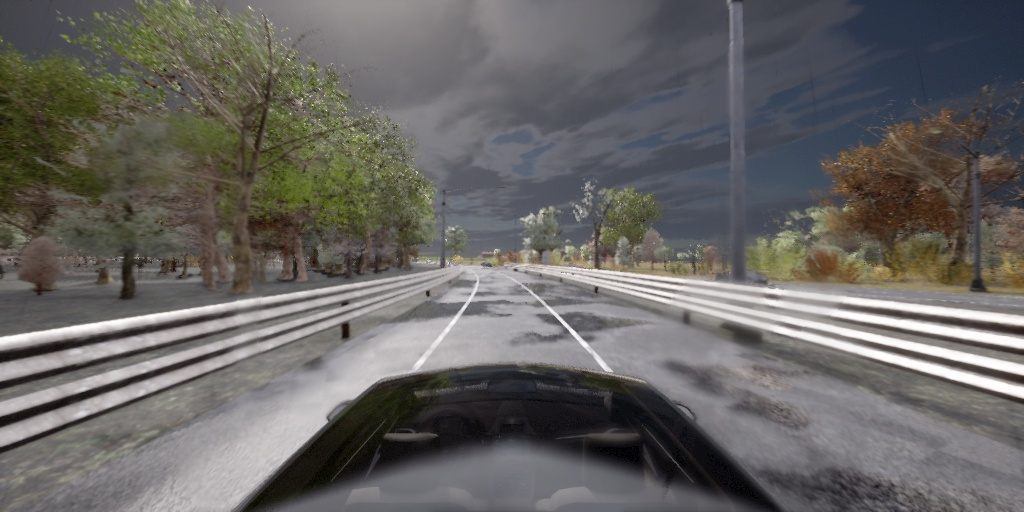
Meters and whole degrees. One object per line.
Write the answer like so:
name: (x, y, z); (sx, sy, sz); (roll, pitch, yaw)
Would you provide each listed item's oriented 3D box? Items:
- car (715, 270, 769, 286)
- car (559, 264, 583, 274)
car: (21.038, 1.932, 32.935); (1.994, 1.385, 4.181); (0, 0, -24)
car: (9.532, 2.067, 58.478); (2.033, 1.411, 5.357); (0, 0, -24)
